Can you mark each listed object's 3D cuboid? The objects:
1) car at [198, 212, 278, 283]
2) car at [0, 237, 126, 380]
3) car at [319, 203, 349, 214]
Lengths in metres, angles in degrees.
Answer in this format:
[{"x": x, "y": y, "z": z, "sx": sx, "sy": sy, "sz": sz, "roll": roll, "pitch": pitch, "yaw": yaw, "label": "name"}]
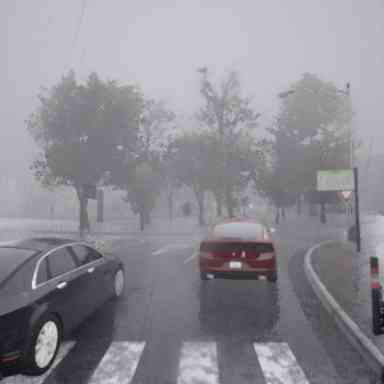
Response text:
[{"x": 1.427, "y": 1.497, "z": 9.756, "sx": 1.882, "sy": 1.535, "sz": 5.008, "roll": -1, "pitch": -1, "yaw": 11, "label": "car"}, {"x": -2.571, "y": 1.528, "z": 5.646, "sx": 1.837, "sy": 1.490, "sz": 4.892, "roll": -1, "pitch": 0, "yaw": 6, "label": "car"}, {"x": 25.485, "y": 3.036, "z": 59.815, "sx": 2.150, "sy": 2.045, "sz": 5.566, "roll": 2, "pitch": -5, "yaw": -25, "label": "car"}]
